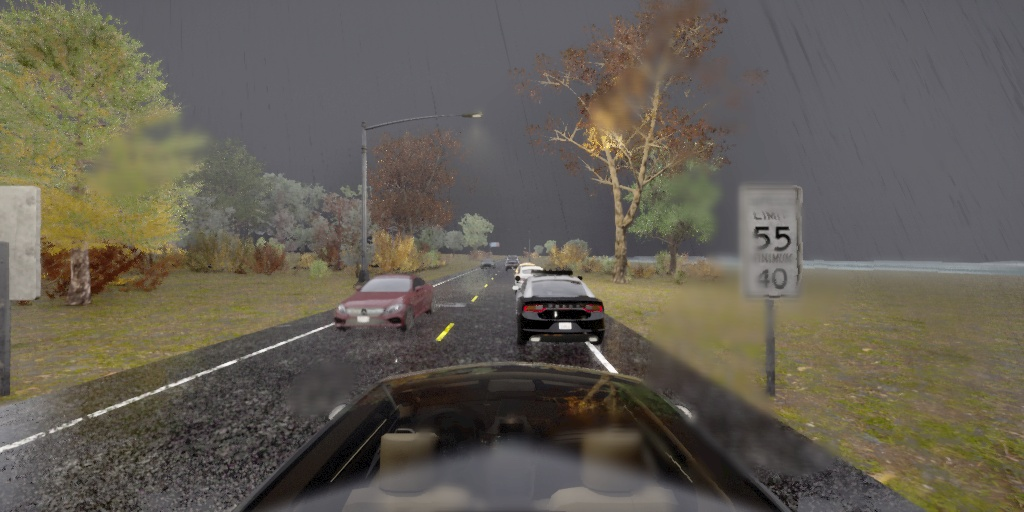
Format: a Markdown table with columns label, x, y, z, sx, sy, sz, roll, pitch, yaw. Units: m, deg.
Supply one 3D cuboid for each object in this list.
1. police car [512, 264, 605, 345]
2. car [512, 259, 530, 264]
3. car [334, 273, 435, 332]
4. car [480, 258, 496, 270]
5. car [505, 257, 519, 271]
| label | x | y | z | sx | sy | sz | roll | pitch | yaw |
| --- | --- | --- | --- | --- | --- | --- | --- | --- | --- |
| police car | 1.048 | 1.175 | 9.646 | 1.930 | 1.638 | 5.238 | 0 | 0 | 0 |
| car | 1.068 | 1.204 | 25.720 | 1.801 | 1.575 | 5.366 | 0 | 0 | 0 |
| car | -3.600 | 1.276 | 11.014 | 1.812 | 1.442 | 4.674 | 0 | 0 | 0 |
| car | -3.517 | 1.092 | 53.320 | 2.097 | 1.767 | 4.553 | 0 | 0 | 0 |
| car | 0.096 | 1.247 | 48.799 | 1.837 | 1.490 | 4.892 | 0 | 0 | 1 |
